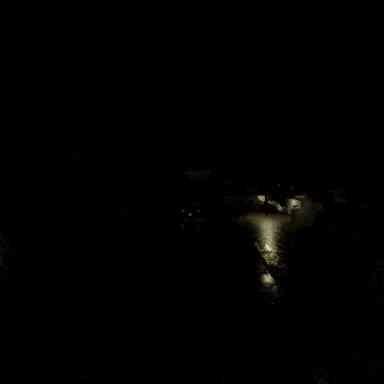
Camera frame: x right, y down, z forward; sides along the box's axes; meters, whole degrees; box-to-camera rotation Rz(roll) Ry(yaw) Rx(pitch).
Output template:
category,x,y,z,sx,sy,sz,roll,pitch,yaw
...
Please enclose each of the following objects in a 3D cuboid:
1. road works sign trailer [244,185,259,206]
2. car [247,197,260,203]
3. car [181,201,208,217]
category,x,y,z,sx,sy,sz,roll,pitch,yaw
road works sign trailer,10.368,0.594,57.513,2.380,3.560,2.880,0,0,22
car,13.199,1.699,71.281,1.812,1.442,4.674,0,0,24
car,0.342,1.589,31.604,2.033,1.411,5.357,0,0,11
